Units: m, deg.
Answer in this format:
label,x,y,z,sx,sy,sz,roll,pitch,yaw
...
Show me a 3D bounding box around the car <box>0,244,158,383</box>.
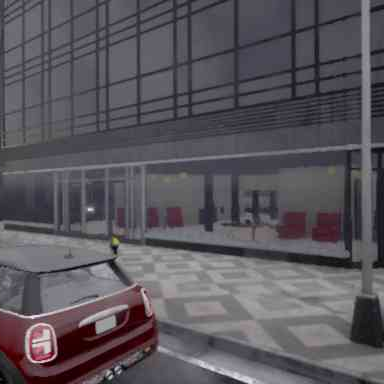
label,x,y,z,sx,sy,sz,roll,pitch,yaw
car,-2.517,1.482,4.749,4.097,1.590,1.967,-1,0,35
